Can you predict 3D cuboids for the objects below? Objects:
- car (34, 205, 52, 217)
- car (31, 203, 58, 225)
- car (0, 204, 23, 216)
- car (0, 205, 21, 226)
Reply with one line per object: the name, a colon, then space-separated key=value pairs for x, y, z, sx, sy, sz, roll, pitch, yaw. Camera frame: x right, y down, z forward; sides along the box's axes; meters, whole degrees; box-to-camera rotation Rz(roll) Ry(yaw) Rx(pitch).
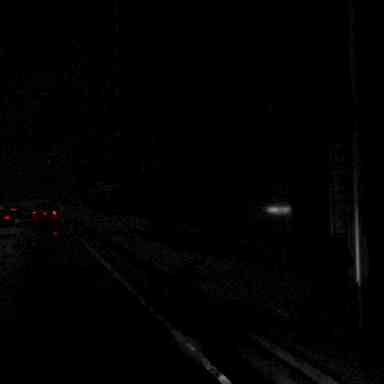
car: x=-18.413 y=2.293 z=41.089 sx=1.895 sy=1.301 sz=4.718 roll=-1 pitch=-1 yaw=-24
car: x=-13.151 y=1.856 z=29.665 sx=2.097 sy=1.767 sz=4.553 roll=-1 pitch=-1 yaw=-24
car: x=-21.274 y=2.212 z=39.527 sx=2.128 sy=1.511 sz=4.902 roll=-1 pitch=-1 yaw=-24
car: x=-15.792 y=2.072 z=27.658 sx=2.033 sy=1.411 sz=5.357 roll=-1 pitch=-1 yaw=-24
